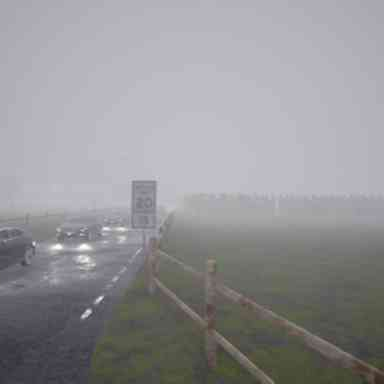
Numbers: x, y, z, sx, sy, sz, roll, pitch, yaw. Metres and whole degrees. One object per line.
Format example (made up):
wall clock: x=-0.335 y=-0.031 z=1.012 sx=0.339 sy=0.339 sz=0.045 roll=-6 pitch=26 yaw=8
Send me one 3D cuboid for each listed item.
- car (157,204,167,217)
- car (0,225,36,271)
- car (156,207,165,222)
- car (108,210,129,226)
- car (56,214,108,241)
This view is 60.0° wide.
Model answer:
car: x=-5.419 y=3.061 z=54.608 sx=2.150 sy=2.045 sz=5.566 roll=0 pitch=-2 yaw=-2
car: x=-6.459 y=1.787 z=10.146 sx=2.128 sy=1.511 sz=4.902 roll=0 pitch=-2 yaw=-4
car: x=-4.876 y=2.951 z=41.726 sx=2.033 sy=1.411 sz=5.357 roll=0 pitch=-2 yaw=-3
car: x=-7.447 y=2.596 z=33.133 sx=1.837 sy=1.490 sz=4.892 roll=0 pitch=-2 yaw=-2
car: x=-6.948 y=2.177 z=20.979 sx=1.837 sy=1.490 sz=4.892 roll=0 pitch=-2 yaw=-2
